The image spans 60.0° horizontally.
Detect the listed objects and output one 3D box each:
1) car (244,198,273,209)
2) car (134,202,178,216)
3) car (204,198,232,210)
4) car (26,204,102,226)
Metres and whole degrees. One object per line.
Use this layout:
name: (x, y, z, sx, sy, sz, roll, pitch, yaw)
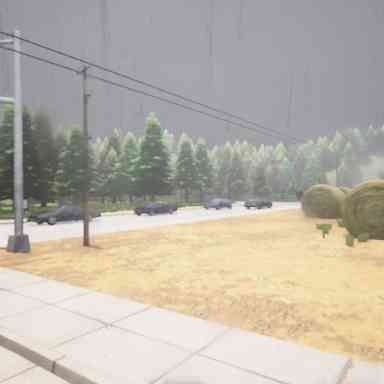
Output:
car: (8.611, 1.480, 43.019, 2.033, 1.411, 5.357, 0, 0, 37)
car: (-3.534, 1.636, 32.875, 1.895, 1.301, 4.718, 0, 0, 37)
car: (3.349, 1.500, 42.104, 1.812, 1.442, 4.674, 0, 0, 37)
car: (-9.415, 1.634, 24.969, 2.033, 1.411, 5.357, 0, 0, 37)
